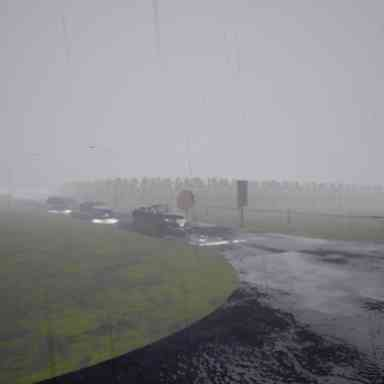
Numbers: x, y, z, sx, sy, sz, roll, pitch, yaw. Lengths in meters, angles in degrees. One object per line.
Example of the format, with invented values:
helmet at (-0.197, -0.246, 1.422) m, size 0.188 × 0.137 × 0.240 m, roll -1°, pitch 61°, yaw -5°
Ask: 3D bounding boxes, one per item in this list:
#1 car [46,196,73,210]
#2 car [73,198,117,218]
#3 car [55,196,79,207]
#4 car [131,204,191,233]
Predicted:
car at (-16.397, 1.266, 40.406) m, size 1.882 × 1.535 × 5.008 m, roll 1°, pitch 1°, yaw -34°
car at (-8.338, 1.443, 28.852) m, size 2.033 × 1.411 × 5.357 m, roll 1°, pitch 0°, yaw -34°
car at (-18.083, 1.304, 47.924) m, size 2.033 × 1.411 × 5.357 m, roll 1°, pitch 0°, yaw -35°
car at (-1.919, 1.472, 19.677) m, size 2.128 × 1.511 × 4.902 m, roll 1°, pitch 0°, yaw -35°
